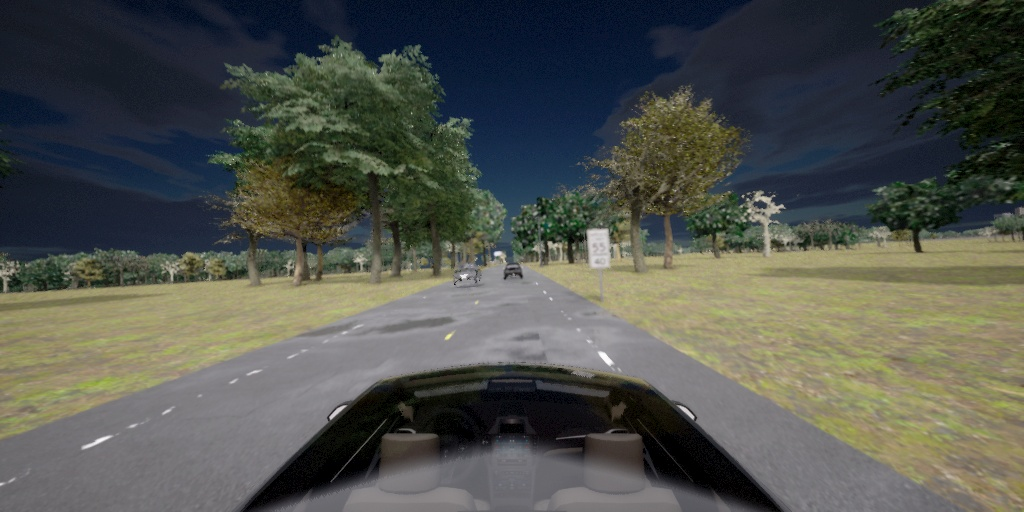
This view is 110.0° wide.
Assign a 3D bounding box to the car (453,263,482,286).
[{"bbox_3d":[-3.433,1.317,27.977,2.128,1.511,4.902,-3,0,0],"label":"car"}]

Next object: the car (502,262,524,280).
[{"bbox_3d":[0.132,1.495,35.977,1.837,1.490,4.892,-3,0,1],"label":"car"}]
